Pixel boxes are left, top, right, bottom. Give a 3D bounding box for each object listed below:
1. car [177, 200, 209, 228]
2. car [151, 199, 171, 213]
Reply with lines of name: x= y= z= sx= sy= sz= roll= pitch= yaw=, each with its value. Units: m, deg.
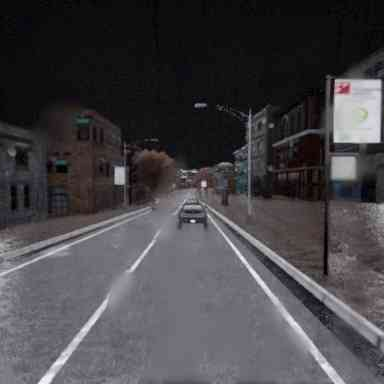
car: x=0.046 y=1.509 z=22.247 sx=1.837 sy=1.490 sz=4.892 roll=0 pitch=0 yaw=0
car: x=-3.496 y=1.568 z=38.370 sx=1.812 sy=1.442 sz=4.674 roll=0 pitch=0 yaw=0
